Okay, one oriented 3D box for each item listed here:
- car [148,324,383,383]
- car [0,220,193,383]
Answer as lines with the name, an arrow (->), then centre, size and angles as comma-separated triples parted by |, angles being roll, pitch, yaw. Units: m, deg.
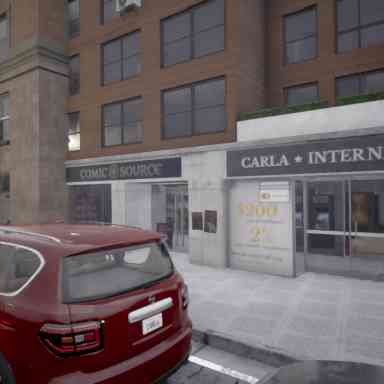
car -> 2.148, 1.550, 1.325 | 4.403, 1.369, 2.008 | 0, -1, 35
car -> -2.314, 1.318, 4.509 | 5.009, 1.841, 2.192 | 0, -1, 35
